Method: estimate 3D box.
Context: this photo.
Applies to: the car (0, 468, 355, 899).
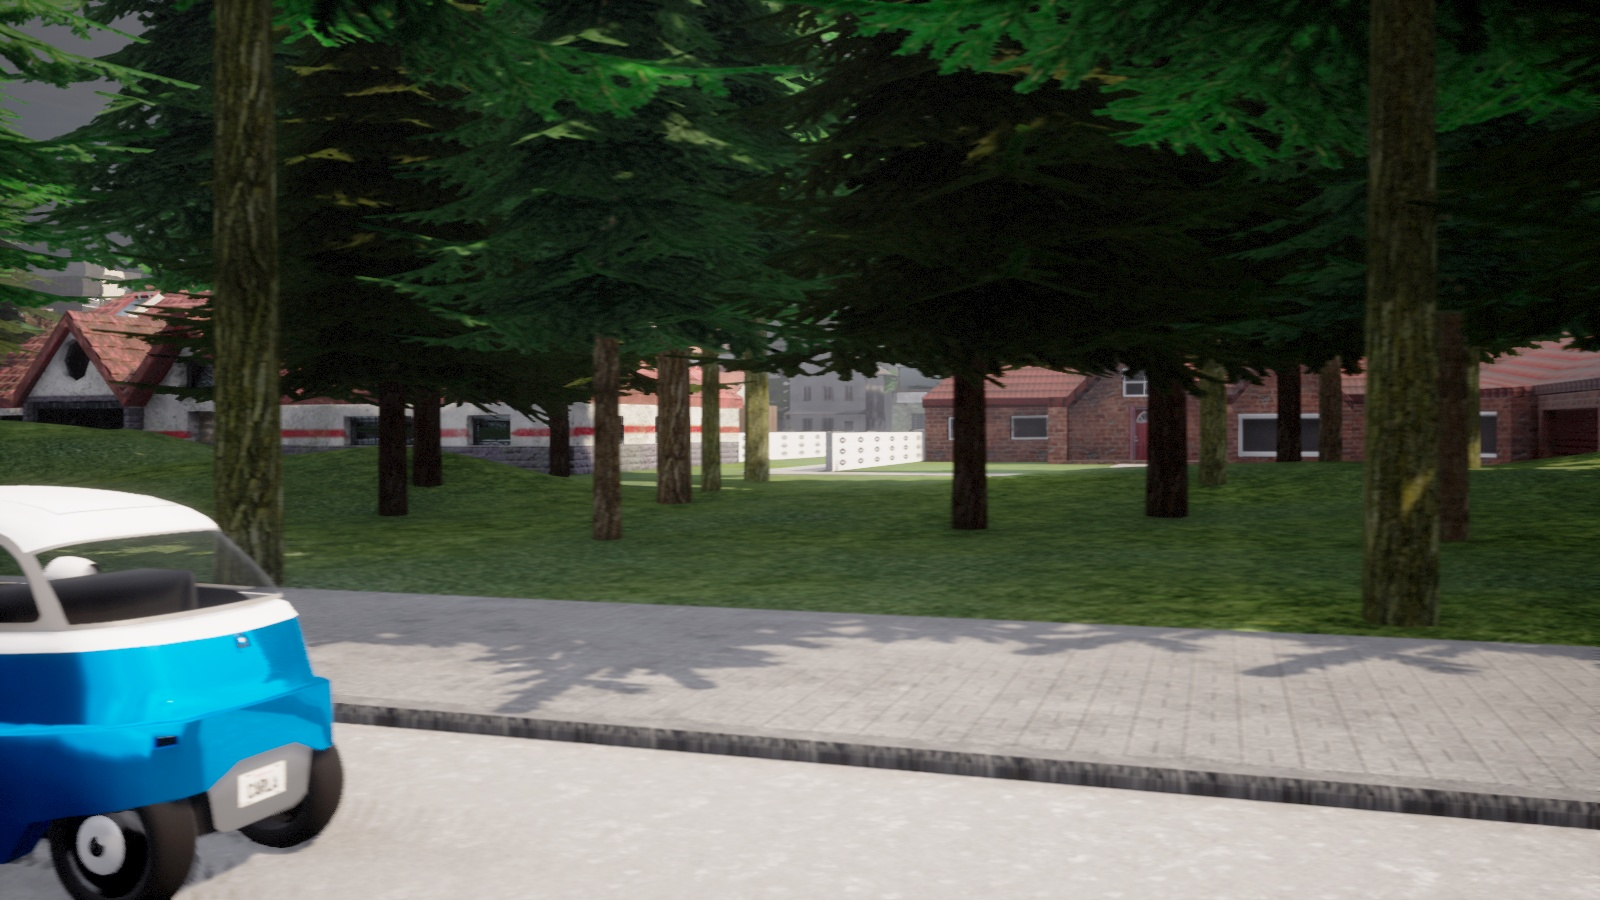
[{"bbox_3d":[-3.096,0.793,4.764,2.207,1.376,1.481,1,1,19],"label":"car"}]
